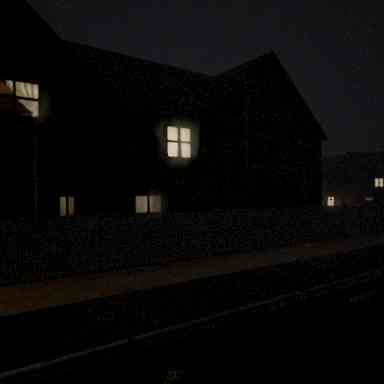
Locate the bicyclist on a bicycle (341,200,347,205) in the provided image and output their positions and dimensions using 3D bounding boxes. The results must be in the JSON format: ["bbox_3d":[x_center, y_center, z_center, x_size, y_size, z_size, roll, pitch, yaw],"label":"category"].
[{"bbox_3d":[16.380,1.679,35.915,1.656,1.620,0.582,-1,0,-35],"label":"bicyclist on a bicycle"}]
